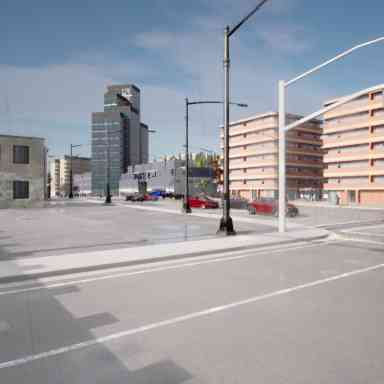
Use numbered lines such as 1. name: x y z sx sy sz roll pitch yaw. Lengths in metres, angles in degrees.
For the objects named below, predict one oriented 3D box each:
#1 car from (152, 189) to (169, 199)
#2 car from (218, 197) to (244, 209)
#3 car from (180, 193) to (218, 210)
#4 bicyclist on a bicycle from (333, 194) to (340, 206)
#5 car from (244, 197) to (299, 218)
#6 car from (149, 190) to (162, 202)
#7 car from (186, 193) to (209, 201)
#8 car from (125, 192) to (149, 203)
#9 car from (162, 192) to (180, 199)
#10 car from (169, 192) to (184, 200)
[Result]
1. car: -7.497 0.334 69.631 2.150 2.045 5.566 0 1 -34
2. car: 5.708 1.321 37.742 2.033 1.411 5.357 0 1 -34
3. car: 1.075 1.201 38.303 1.882 1.535 5.008 0 1 -34
4. bicyclist on a bicycle: 20.042 1.094 45.989 1.656 1.620 0.582 0 1 -34
5. car: 7.166 1.231 29.406 2.097 1.767 4.553 0 1 -34
6. car: -7.550 0.887 57.226 1.812 1.442 4.674 0 1 -34
7. car: 1.042 0.959 63.344 1.895 1.301 4.718 0 1 -34
8. car: -9.127 0.968 53.307 1.994 1.385 4.181 0 1 -34
9. car: -4.592 0.661 71.584 1.994 1.385 4.181 0 1 -34
10. car: -1.842 0.862 61.459 1.837 1.490 4.892 0 1 -34
